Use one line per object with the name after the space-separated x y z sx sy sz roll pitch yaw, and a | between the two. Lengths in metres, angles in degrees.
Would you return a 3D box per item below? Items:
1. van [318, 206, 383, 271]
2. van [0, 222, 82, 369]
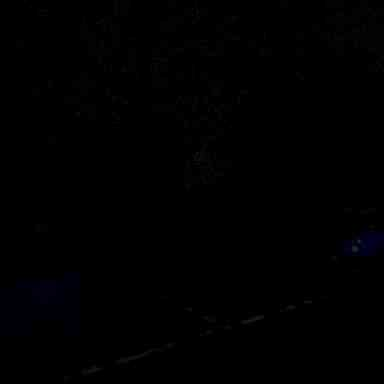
5.723 1.342 10.644 3.998 1.788 1.690 0 0 -35 | van
-3.448 1.340 4.103 3.998 1.788 1.690 0 0 -36 | van
